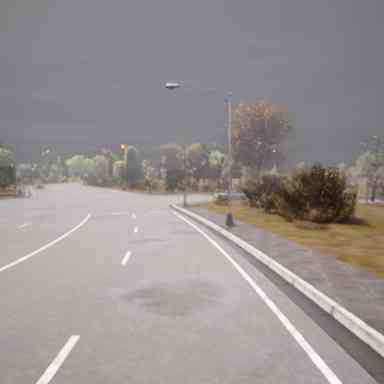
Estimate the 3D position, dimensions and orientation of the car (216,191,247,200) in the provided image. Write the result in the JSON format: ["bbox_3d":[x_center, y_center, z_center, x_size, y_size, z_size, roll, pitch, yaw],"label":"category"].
[{"bbox_3d":[5.539,0.497,44.243,4.718,1.301,1.895,0,2,-24],"label":"car"}]

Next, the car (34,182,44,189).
[{"bbox_3d":[-37.306,-1.598,81.263,2.097,1.767,4.553,-1,3,-27],"label":"car"}]
